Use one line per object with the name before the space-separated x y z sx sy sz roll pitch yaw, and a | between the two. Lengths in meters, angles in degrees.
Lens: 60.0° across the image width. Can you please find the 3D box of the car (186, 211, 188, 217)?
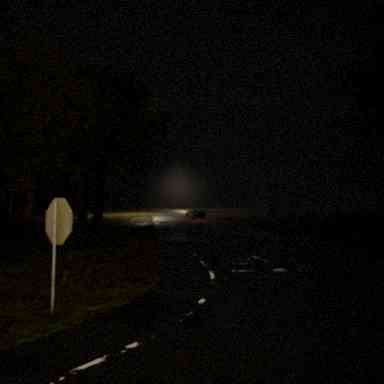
car | 0.098 3.722 58.083 1.994 1.385 4.181 1 -2 -7

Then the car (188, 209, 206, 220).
car | 1.015 3.400 50.868 1.882 1.535 5.008 1 -2 -6
